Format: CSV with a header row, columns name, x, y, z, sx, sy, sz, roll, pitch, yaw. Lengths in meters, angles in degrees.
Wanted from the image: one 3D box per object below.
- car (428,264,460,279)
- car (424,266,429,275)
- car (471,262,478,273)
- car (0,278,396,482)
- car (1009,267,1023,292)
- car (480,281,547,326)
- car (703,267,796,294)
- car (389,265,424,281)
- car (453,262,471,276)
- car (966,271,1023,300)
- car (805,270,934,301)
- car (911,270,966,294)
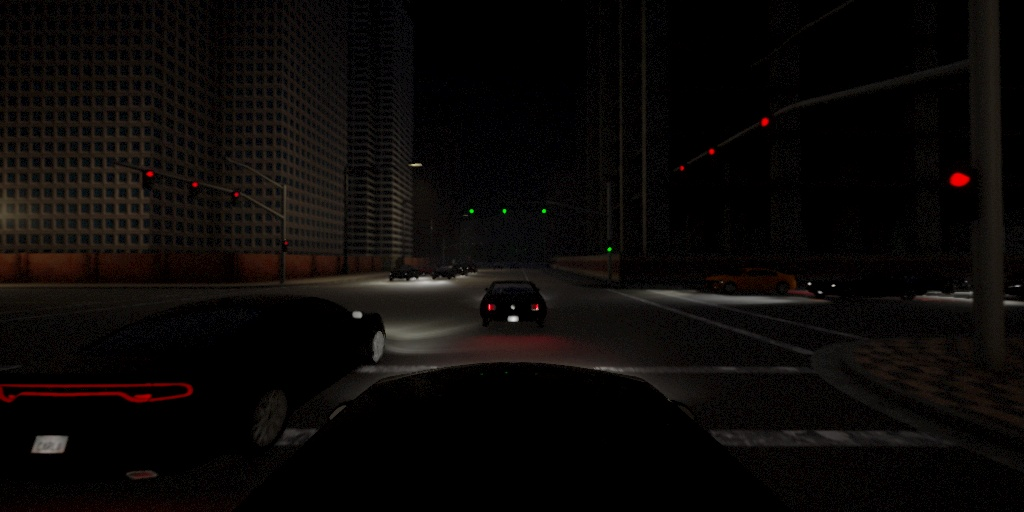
name,x,y,z,sx,sy,sz,roll,pitch,yaw
car,-7.188,1.793,38.361,1.895,1.301,4.718,0,-1,1
car,-10.576,1.878,45.355,1.895,1.301,4.718,0,-1,1
car,-6.813,1.777,57.739,2.097,1.767,4.553,0,-1,1
car,-3.439,1.270,5.142,1.882,1.535,5.008,0,-1,0
car,34.028,1.471,21.678,4.902,1.511,2.128,0,-1,1
car,0.020,1.476,12.154,1.895,1.301,4.718,0,-1,0
car,14.359,1.465,21.834,5.008,1.535,1.882,0,-1,0
car,-10.722,1.643,36.016,1.882,1.535,5.008,0,-1,1
car,-7.032,1.808,47.578,1.837,1.490,4.892,0,-1,1
car,26.708,1.466,18.232,4.674,1.442,1.812,0,-1,0
car,17.927,1.545,18.306,4.718,1.301,1.895,0,-1,0
car,24.170,1.531,21.760,5.357,1.411,2.033,0,-1,0
